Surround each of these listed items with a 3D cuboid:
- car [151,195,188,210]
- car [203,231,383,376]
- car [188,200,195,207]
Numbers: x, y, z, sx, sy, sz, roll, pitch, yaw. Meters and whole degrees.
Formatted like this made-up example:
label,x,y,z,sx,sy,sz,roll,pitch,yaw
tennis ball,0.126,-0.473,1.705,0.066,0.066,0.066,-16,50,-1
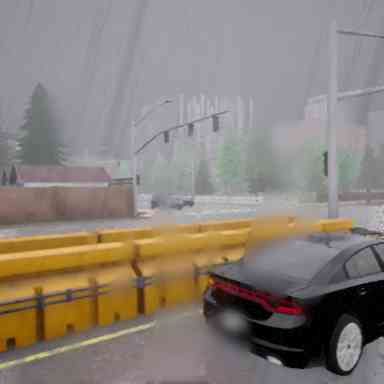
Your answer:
label,x,y,z,sx,sy,sz,roll,pitch,yaw
car,-2.856,1.083,37.610,2.097,1.767,4.553,-1,1,-33
car,2.492,1.406,5.565,5.008,1.535,1.882,-1,1,-36
car,-1.619,1.282,42.104,1.895,1.301,4.718,-1,1,-33
